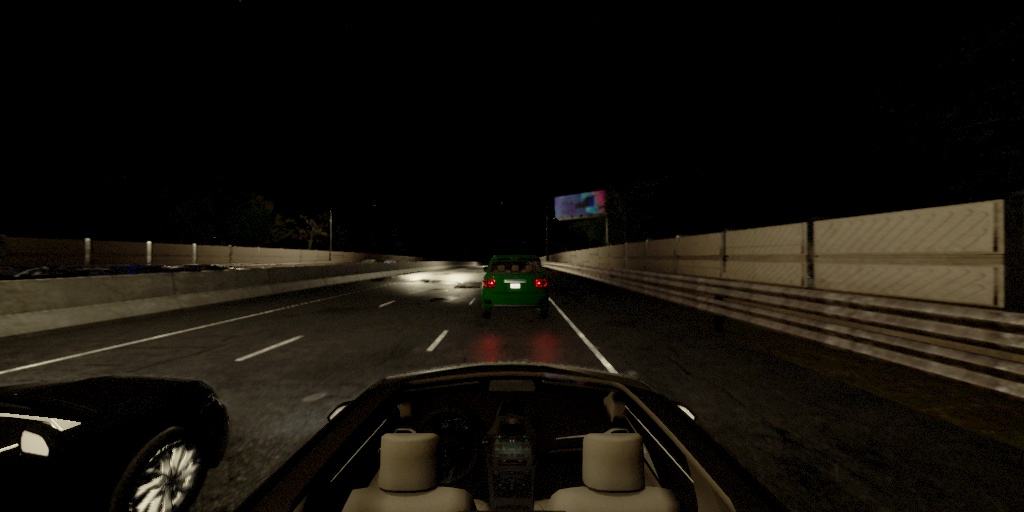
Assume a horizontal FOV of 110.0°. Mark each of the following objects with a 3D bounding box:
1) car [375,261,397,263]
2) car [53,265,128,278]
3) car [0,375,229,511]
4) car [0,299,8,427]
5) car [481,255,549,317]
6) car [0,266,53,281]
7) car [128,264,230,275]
[{"bbox_3d":[-21.034,1.551,61.592,2.128,1.511,4.902,0,-1,1],"label":"car"},{"bbox_3d":[-21.103,1.246,19.825,1.882,1.535,5.008,0,0,0],"label":"car"},{"bbox_3d":[-3.400,1.255,1.143,1.837,1.490,4.892,0,0,0],"label":"car"},{"bbox_3d":[-6.900,1.255,1.810,1.837,1.490,4.892,0,0,0],"label":"car"},{"bbox_3d":[0.098,0.979,13.281,2.150,2.045,5.566,0,0,0],"label":"car"},{"bbox_3d":[-24.603,1.256,18.167,2.128,1.511,4.902,0,0,0],"label":"car"},{"bbox_3d":[-17.603,1.273,19.844,1.837,1.490,4.892,0,0,0],"label":"car"}]
